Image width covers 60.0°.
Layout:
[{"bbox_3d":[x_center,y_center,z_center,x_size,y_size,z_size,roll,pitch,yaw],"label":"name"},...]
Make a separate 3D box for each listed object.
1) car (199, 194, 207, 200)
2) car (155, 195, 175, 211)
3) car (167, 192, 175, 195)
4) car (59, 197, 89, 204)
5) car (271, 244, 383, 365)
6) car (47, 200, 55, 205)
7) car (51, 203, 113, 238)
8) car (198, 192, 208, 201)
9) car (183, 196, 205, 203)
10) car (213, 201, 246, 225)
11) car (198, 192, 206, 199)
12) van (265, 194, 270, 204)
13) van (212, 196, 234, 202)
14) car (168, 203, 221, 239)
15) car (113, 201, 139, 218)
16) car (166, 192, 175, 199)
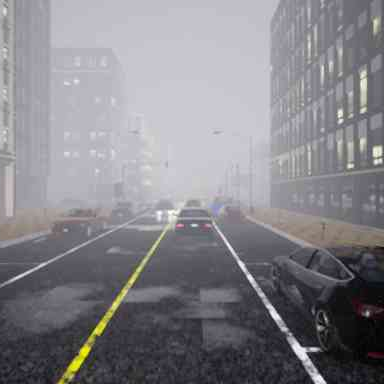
[{"bbox_3d":[2.690,1.304,84.423,1.802,1.307,4.206,0,0,0],"label":"car"},{"bbox_3d":[-3.036,1.417,38.513,1.994,1.385,4.181,0,0,1],"label":"car"},{"bbox_3d":[-5.691,1.260,78.712,1.752,1.417,4.829,0,0,0],"label":"car"},{"bbox_3d":[-17.467,1.338,49.368,4.206,1.307,1.802,0,0,0],"label":"car"},{"bbox_3d":[2.661,1.542,5.802,1.947,1.339,4.313,0,0,0],"label":"car"},{"bbox_3d":[-22.960,1.270,49.355,4.829,1.417,1.752,0,0,0],"label":"car"},{"bbox_3d":[-5.687,1.475,17.206,1.887,1.381,4.507,0,0,0],"label":"car"},{"bbox_3d":[2.691,1.274,73.515,1.752,1.417,4.829,0,0,0],"label":"car"},{"bbox_3d":[0.099,1.394,34.071,1.812,1.442,4.674,0,0,0],"label":"car"},{"bbox_3d":[2.660,1.491,22.869,1.802,1.307,4.206,0,0,0],"label":"car"},{"bbox_3d":[2.691,1.024,89.962,2.192,1.841,5.009,0,0,0],"label":"car"},{"bbox_3d":[14.898,1.201,57.829,3.998,1.788,1.690,0,0,0],"label":"van"},{"bbox_3d":[2.660,1.229,28.557,1.690,1.788,3.998,0,0,0],"label":"van"},{"bbox_3d":[0.100,1.479,16.814,2.033,1.411,5.357,0,0,0],"label":"car"},{"bbox_3d":[-5.688,1.453,28.583,1.947,1.339,4.313,0,0,0],"label":"car"},{"bbox_3d":[-5.690,1.023,89.961,2.192,1.841,5.009,0,0,0],"label":"car"}]
